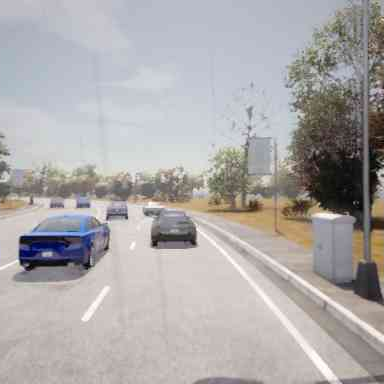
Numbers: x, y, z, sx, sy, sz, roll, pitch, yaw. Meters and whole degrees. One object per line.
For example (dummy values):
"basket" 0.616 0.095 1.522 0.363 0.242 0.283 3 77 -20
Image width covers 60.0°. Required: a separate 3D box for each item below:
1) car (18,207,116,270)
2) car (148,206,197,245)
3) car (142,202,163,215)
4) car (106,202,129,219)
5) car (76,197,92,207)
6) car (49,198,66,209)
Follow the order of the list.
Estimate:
"car" -4.000 1.487 11.209 1.882 1.535 5.008 0 0 -5
"car" -0.925 1.567 15.697 1.994 1.385 4.181 0 0 -6
"car" -3.921 1.611 33.494 1.895 1.301 4.718 0 0 -13
"car" -6.573 1.560 29.375 2.033 1.411 5.357 0 0 -12
"car" -15.073 1.498 46.377 1.882 1.535 5.008 0 0 -19
"car" -18.943 1.546 46.887 1.812 1.442 4.674 0 0 -19
